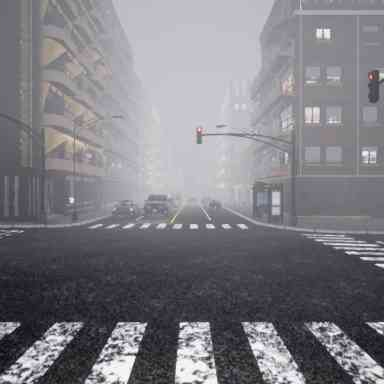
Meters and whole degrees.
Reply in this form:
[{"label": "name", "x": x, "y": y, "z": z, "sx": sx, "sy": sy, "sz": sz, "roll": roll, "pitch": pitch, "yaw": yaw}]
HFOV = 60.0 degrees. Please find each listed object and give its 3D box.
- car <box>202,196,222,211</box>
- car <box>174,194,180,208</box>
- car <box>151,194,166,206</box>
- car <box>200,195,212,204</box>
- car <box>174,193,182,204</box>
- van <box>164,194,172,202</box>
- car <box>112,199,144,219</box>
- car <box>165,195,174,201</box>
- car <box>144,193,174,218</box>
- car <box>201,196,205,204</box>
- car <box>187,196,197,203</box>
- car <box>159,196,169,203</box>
[{"label": "car", "x": 2.657, "y": 1.548, "z": 40.419, "sx": 2.008, "sy": 1.369, "sz": 4.403, "roll": 0, "pitch": 0, "yaw": 0}, {"label": "car", "x": -3.129, "y": 1.500, "z": 47.489, "sx": 1.837, "sy": 1.490, "sz": 4.892, "roll": 0, "pitch": 1, "yaw": 0}, {"label": "car", "x": -5.737, "y": 1.312, "z": 57.333, "sx": 2.192, "sy": 1.841, "sz": 5.009, "roll": 0, "pitch": 0, "yaw": 0}, {"label": "car", "x": 2.640, "y": 1.437, "z": 62.974, "sx": 1.967, "sy": 1.590, "sz": 4.097, "roll": 0, "pitch": 0, "yaw": 0}, {"label": "car", "x": -3.047, "y": 1.131, "z": 63.939, "sx": 2.150, "sy": 2.045, "sz": 5.566, "roll": 0, "pitch": 0, "yaw": 0}, {"label": "van", "x": -5.753, "y": 1.337, "z": 79.889, "sx": 1.690, "sy": 1.788, "sz": 3.998, "roll": 0, "pitch": 0, "yaw": 0}, {"label": "car", "x": -5.715, "y": 1.438, "z": 29.140, "sx": 1.967, "sy": 1.590, "sz": 4.097, "roll": 0, "pitch": 0, "yaw": 0}, {"label": "car", "x": -5.757, "y": 1.546, "z": 85.528, "sx": 2.008, "sy": 1.369, "sz": 4.403, "roll": 0, "pitch": 0, "yaw": 0}, {"label": "car", "x": -3.123, "y": 1.218, "z": 30.565, "sx": 2.150, "sy": 2.045, "sz": 5.566, "roll": 0, "pitch": 0, "yaw": 0}, {"label": "car", "x": 2.653, "y": 1.542, "z": 46.057, "sx": 1.887, "sy": 1.381, "sz": 4.507, "roll": 0, "pitch": 0, "yaw": 0}, {"label": "car", "x": 0.046, "y": 1.561, "z": 69.642, "sx": 1.994, "sy": 1.385, "sz": 4.181, "roll": 0, "pitch": 0, "yaw": 0}, {"label": "car", "x": -5.744, "y": 1.522, "z": 68.441, "sx": 1.752, "sy": 1.417, "sz": 4.829, "roll": 0, "pitch": 0, "yaw": 0}]
